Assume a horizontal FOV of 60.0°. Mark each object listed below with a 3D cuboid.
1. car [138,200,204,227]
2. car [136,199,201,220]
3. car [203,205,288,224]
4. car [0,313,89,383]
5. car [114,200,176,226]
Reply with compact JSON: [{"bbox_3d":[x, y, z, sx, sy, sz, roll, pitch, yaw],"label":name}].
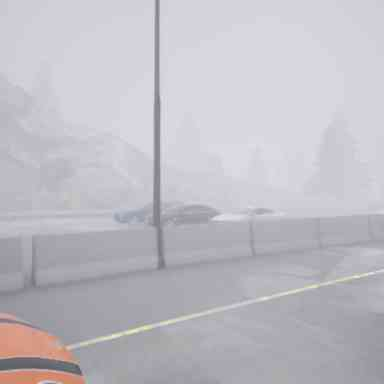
[{"bbox_3d":[-0.473,1.450,20.151,4.892,1.490,1.837,0,0,-31],"label":"car"},{"bbox_3d":[-1.906,1.402,27.413,5.008,1.535,1.882,0,0,-30],"label":"car"},{"bbox_3d":[3.210,1.480,18.266,4.674,1.442,1.812,0,0,-30],"label":"car"},{"bbox_3d":[-2.796,1.343,1.626,4.553,1.767,2.097,0,0,-36],"label":"car"},{"bbox_3d":[-2.837,1.413,22.803,5.008,1.535,1.882,0,0,-31],"label":"car"}]
